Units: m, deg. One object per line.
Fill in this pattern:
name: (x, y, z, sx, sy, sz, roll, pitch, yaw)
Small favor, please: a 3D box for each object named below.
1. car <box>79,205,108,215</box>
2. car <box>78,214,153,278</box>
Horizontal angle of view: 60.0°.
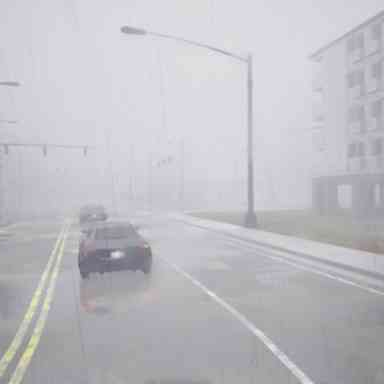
car: (-7.442, 1.645, 25.080, 1.994, 1.385, 4.181, 0, 0, -19)
car: (-2.515, 1.593, 10.495, 1.994, 1.385, 4.181, 0, 0, -18)
